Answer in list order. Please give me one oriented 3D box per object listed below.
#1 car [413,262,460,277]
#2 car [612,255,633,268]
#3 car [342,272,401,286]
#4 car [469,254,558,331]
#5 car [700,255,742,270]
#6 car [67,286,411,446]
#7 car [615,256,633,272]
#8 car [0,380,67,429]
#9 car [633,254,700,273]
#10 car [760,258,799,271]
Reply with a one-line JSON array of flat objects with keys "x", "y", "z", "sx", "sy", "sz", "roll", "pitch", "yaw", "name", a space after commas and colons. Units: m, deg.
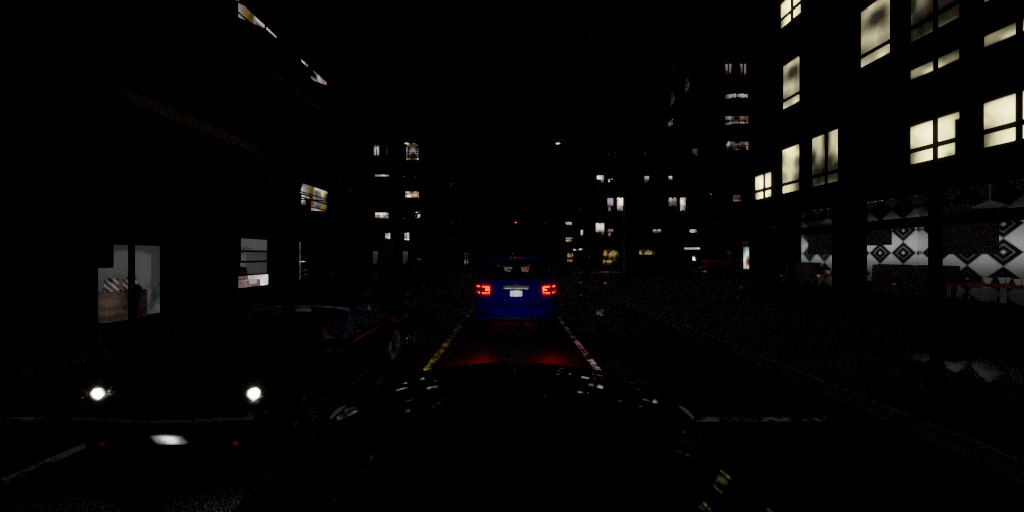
[{"x": -7.922, "y": 1.381, "z": 37.893, "sx": 4.892, "sy": 1.490, "sz": 1.837, "roll": -2, "pitch": 1, "yaw": -16, "name": "car"}, {"x": 14.594, "y": 0.764, "z": 42.819, "sx": 5.009, "sy": 1.841, "sz": 2.192, "roll": 0, "pitch": 0, "yaw": 0, "name": "car"}, {"x": -5.734, "y": 1.332, "z": 14.468, "sx": 1.802, "sy": 1.307, "sz": 4.207, "roll": 0, "pitch": 0, "yaw": 0, "name": "car"}, {"x": 0.103, "y": 0.971, "z": 11.062, "sx": 2.150, "sy": 2.045, "sz": 5.566, "roll": 0, "pitch": 0, "yaw": 0, "name": "car"}, {"x": 23.400, "y": 0.642, "z": 40.301, "sx": 4.553, "sy": 1.767, "sz": 2.097, "roll": -1, "pitch": 0, "yaw": -1, "name": "car"}, {"x": -3.097, "y": 1.351, "z": 5.443, "sx": 1.895, "sy": 1.301, "sz": 4.718, "roll": 0, "pitch": 0, "yaw": 0, "name": "car"}, {"x": 14.435, "y": 0.983, "z": 40.208, "sx": 4.674, "sy": 1.442, "sz": 1.812, "roll": -1, "pitch": 0, "yaw": -1, "name": "car"}, {"x": -5.689, "y": 1.300, "z": 1.551, "sx": 2.007, "sy": 1.370, "sz": 4.403, "roll": 0, "pitch": 0, "yaw": 0, "name": "car"}, {"x": 14.725, "y": 0.778, "z": 34.439, "sx": 5.009, "sy": 1.841, "sz": 2.192, "roll": 0, "pitch": 0, "yaw": 0, "name": "car"}, {"x": 25.819, "y": 0.822, "z": 34.531, "sx": 4.313, "sy": 1.339, "sz": 1.948, "roll": 0, "pitch": 0, "yaw": 0, "name": "car"}]
